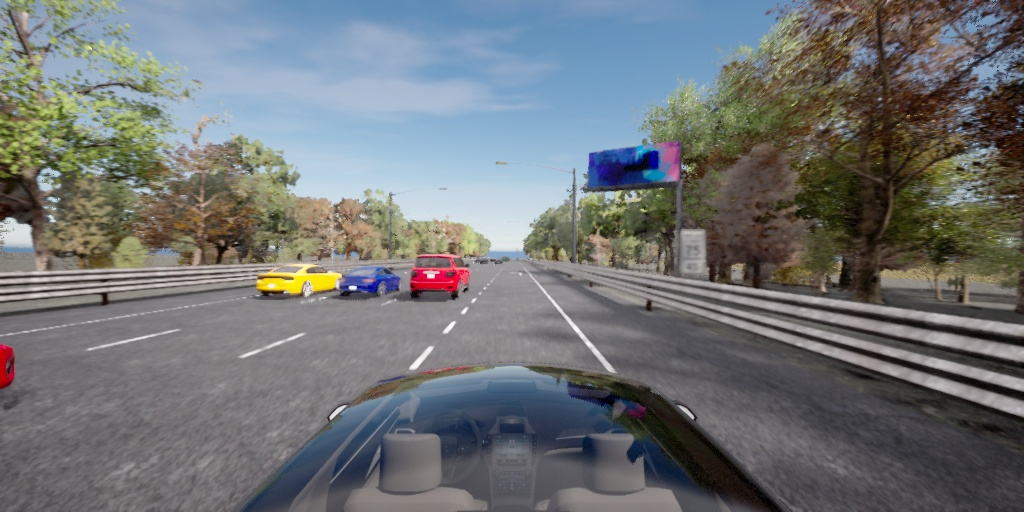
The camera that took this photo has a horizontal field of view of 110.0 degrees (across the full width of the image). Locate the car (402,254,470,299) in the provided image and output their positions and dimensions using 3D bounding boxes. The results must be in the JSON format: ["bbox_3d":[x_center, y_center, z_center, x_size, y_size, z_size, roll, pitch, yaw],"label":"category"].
[{"bbox_3d":[-3.425,0.945,17.906,2.150,2.045,5.566,0,0,0],"label":"car"}]

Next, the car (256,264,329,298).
[{"bbox_3d":[-10.425,1.152,18.036,1.882,1.535,5.008,0,0,0],"label":"car"}]

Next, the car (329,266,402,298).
[{"bbox_3d":[-6.929,1.225,17.945,1.812,1.442,4.674,0,0,0],"label":"car"}]

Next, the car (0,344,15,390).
[{"bbox_3d":[-7.023,0.923,1.790,2.150,2.045,5.566,0,0,0],"label":"car"}]
